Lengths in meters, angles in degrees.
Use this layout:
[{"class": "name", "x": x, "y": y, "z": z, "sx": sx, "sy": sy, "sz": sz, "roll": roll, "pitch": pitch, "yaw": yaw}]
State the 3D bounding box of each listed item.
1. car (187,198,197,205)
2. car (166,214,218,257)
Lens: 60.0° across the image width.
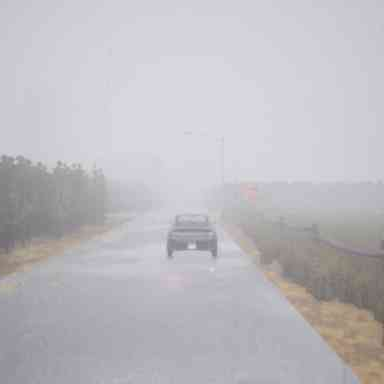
[{"class": "car", "x": -0.013, "y": 2.021, "z": 73.829, "sx": 2.097, "sy": 1.767, "sz": 4.553, "roll": 0, "pitch": -1, "yaw": 0}, {"class": "car", "x": 0.015, "y": 1.622, "z": 13.468, "sx": 2.128, "sy": 1.511, "sz": 4.902, "roll": 0, "pitch": 0, "yaw": 0}]
